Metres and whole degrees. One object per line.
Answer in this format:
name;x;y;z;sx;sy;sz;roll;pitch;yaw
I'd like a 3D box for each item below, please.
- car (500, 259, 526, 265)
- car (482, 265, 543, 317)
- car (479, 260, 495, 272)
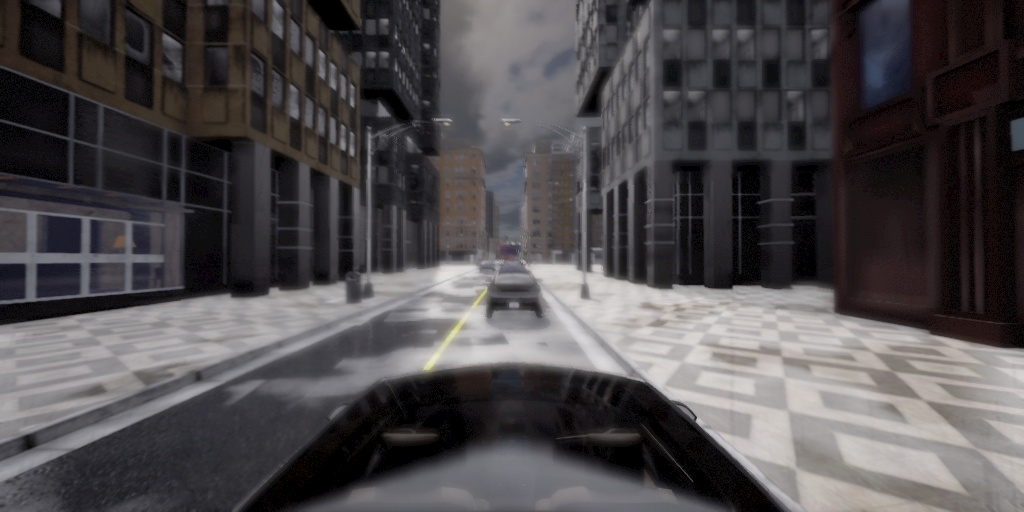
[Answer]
car;0.088;1.056;29.348;2.097;1.767;4.553;0;0;0
car;0.081;1.229;13.134;1.837;1.490;4.892;0;0;0
car;-3.081;1.257;45.276;2.033;1.411;5.357;0;0;0
